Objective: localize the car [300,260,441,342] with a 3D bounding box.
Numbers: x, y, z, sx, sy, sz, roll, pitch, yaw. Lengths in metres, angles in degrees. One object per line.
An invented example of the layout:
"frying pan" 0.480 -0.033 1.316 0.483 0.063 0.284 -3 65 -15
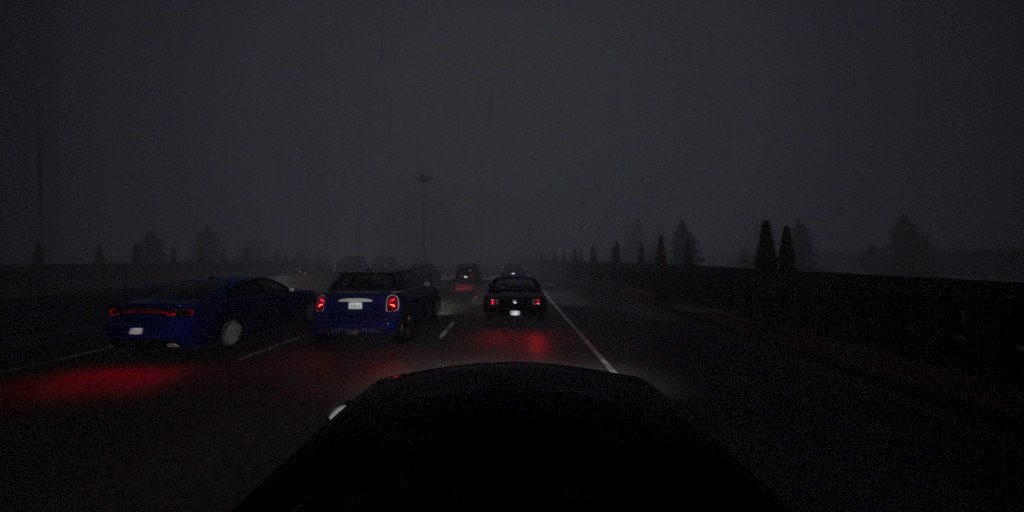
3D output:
"car" -3.403 1.104 9.907 2.097 1.767 4.553 0 0 0

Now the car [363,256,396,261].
"car" -14.487 1.030 40.531 2.150 2.045 5.566 0 0 -4

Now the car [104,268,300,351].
"car" -6.903 1.229 9.058 1.882 1.535 5.008 0 0 0

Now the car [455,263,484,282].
"car" -3.412 1.283 28.845 1.837 1.490 4.892 0 0 0

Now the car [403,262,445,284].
"car" -6.912 1.269 28.630 2.128 1.511 4.902 0 0 0

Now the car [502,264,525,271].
"car" 0.087 1.344 29.955 1.994 1.385 4.181 0 0 0

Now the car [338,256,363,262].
"car" -17.969 1.028 40.340 2.150 2.045 5.566 0 0 -4

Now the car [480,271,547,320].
"car" 0.096 1.355 12.551 1.895 1.301 4.718 0 0 0
